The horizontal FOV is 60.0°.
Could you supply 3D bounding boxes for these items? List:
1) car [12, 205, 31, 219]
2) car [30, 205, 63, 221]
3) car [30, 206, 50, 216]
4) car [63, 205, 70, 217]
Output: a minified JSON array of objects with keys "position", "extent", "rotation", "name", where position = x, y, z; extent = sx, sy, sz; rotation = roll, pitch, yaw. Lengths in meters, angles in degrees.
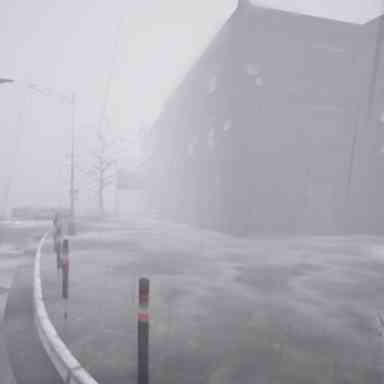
[{"position":[-19.559,2.279,38.960],"extent":[1.882,1.535,5.008],"rotation":[1,-2,-15],"name":"car"},{"position":[-14.967,2.233,34.460],"extent":[1.994,1.385,4.181],"rotation":[1,-2,-15],"name":"car"},{"position":[-22.269,2.707,48.917],"extent":[1.895,1.301,4.718],"rotation":[1,-2,-15],"name":"car"},{"position":[-16.969,2.458,41.820],"extent":[1.994,1.385,4.181],"rotation":[1,-2,-15],"name":"car"}]
